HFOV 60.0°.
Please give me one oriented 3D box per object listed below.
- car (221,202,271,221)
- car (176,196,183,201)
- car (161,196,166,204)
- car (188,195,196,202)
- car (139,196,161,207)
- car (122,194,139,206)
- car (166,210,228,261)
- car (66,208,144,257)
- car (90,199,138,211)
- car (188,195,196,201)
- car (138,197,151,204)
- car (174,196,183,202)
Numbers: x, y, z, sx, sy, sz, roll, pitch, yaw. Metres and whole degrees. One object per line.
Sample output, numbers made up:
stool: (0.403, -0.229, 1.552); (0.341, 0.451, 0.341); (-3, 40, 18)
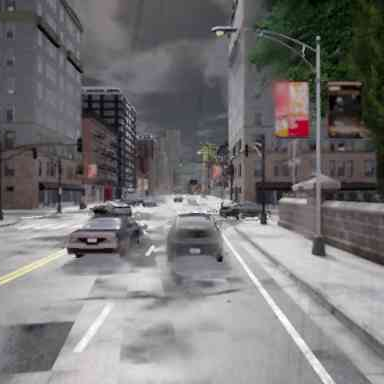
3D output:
car: (4.634, 1.597, 28.421); (4.892, 1.490, 1.837); (1, -4, -33)
car: (-3.255, 1.597, 87.176); (1.895, 1.301, 4.718); (0, 0, 0)
car: (-6.505, 1.629, 68.386); (1.882, 1.535, 5.008); (0, 0, 0)
car: (-0.004, 1.674, 77.144); (1.812, 1.442, 4.674); (0, 0, 0)
car: (-6.573, 1.480, 52.843); (2.097, 1.767, 4.553); (0, 0, 0)
car: (-9.816, 1.349, 53.045); (2.150, 2.045, 5.566); (0, 0, 1)
car: (0.098, 1.537, 12.437); (1.837, 1.490, 4.892); (0, 0, 0)
car: (-3.153, 1.581, 13.013); (2.033, 1.411, 5.357); (0, 0, 0)
car: (-7.090, 1.560, 28.566); (2.128, 1.511, 4.902); (1, -1, -43)
car: (-0.005, 1.542, 87.146); (2.033, 1.411, 5.357); (0, 0, 0)
car: (-9.754, 1.746, 68.678); (1.895, 1.301, 4.718); (0, 0, 0)
car: (-3.253, 1.674, 77.144); (1.812, 1.442, 4.674); (0, 0, 0)
